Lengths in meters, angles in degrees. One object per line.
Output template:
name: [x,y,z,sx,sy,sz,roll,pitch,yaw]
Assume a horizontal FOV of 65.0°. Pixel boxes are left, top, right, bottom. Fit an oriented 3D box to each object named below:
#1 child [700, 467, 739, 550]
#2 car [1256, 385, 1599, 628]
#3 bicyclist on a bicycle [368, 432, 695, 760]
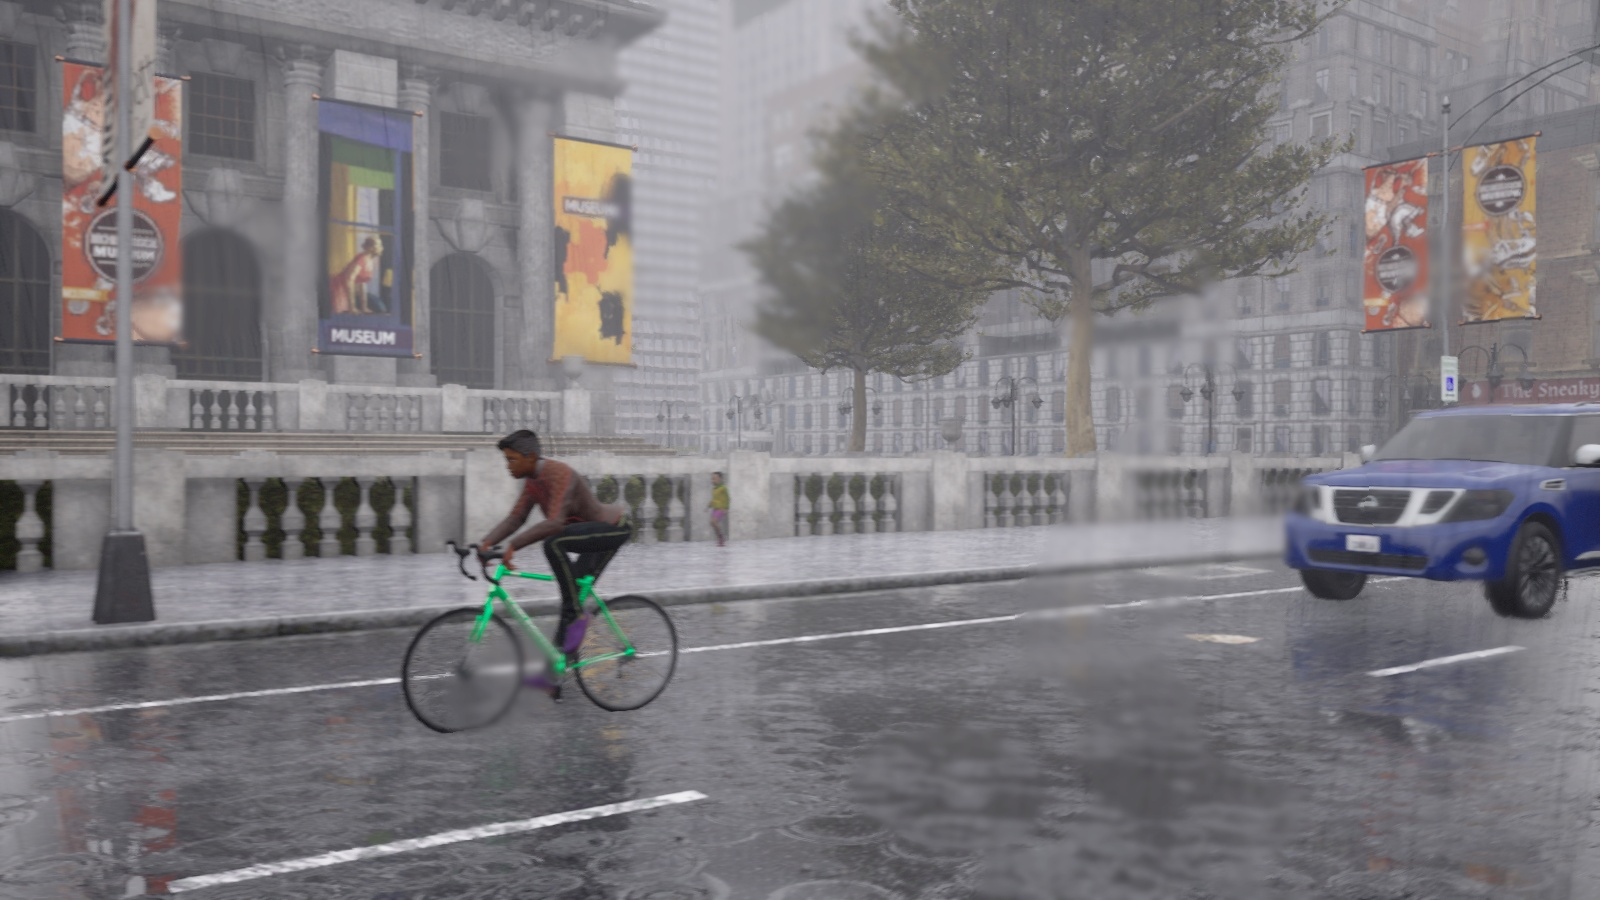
child: [-1.144,0.828,17.908,0.473,1.160,0.299,0,0,-36]
car: [7.395,0.480,13.069,5.566,2.045,2.150,0,0,-35]
bicyclist on a bicycle: [-1.450,0.718,6.922,1.656,1.620,0.582,0,0,-35]
